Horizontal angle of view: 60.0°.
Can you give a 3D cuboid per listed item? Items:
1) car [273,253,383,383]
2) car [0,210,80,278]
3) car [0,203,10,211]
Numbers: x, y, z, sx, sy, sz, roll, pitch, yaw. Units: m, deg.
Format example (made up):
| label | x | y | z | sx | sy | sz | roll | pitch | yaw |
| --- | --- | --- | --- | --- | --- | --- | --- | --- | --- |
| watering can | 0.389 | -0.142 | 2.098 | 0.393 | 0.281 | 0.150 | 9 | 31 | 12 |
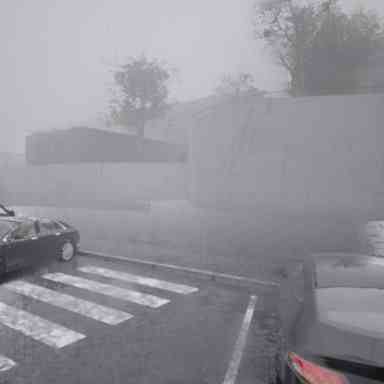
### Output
| label | x | y | z | sx | sy | sz | roll | pitch | yaw |
| --- | --- | --- | --- | --- | --- | --- | --- | --- | --- |
| car | 2.061 | 1.530 | 4.325 | 2.002 | 1.452 | 4.674 | 0 | -1 | 16 |
| car | -5.201 | 1.467 | 9.540 | 2.231 | 1.521 | 4.892 | 1 | -1 | 16 |
| car | -7.630 | 1.210 | 11.303 | 2.435 | 2.045 | 5.566 | 0 | -1 | 16 |
